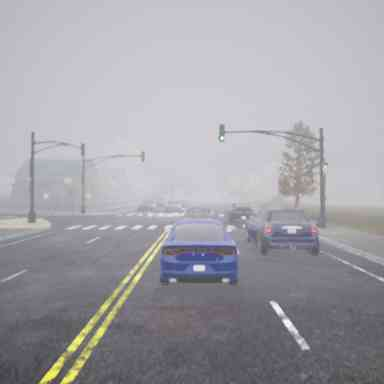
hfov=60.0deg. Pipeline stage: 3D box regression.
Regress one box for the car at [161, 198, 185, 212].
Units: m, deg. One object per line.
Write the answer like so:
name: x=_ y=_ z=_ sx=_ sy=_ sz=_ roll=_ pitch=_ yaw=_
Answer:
car: x=-2.314 y=1.730 z=41.545 sx=1.895 sy=1.301 sz=4.718 roll=0 pitch=0 yaw=3

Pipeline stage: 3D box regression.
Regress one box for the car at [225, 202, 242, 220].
car: x=3.806 y=1.578 z=26.564 sx=1.837 sy=1.490 sz=4.892 roll=0 pitch=0 yaw=2

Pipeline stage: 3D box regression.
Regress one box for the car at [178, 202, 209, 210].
car: x=0.414 y=1.605 z=21.668 sx=2.033 sy=1.411 sz=5.357 roll=0 pitch=0 yaw=1

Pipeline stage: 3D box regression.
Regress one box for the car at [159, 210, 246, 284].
car: x=0.189 y=1.501 z=9.677 sx=1.882 sy=1.535 sz=5.008 roll=0 pitch=0 yaw=1

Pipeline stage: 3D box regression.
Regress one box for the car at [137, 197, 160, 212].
car: x=-5.570 y=1.636 z=41.429 sx=1.837 sy=1.490 sz=4.892 roll=0 pitch=0 yaw=3

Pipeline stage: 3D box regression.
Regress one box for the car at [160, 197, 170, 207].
car: x=-5.044 y=1.523 z=51.273 sx=2.097 sy=1.767 sz=4.553 roll=0 pitch=0 yaw=3

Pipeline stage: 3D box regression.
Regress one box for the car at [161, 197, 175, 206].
car: x=-4.339 y=1.696 z=61.668 sx=1.882 sy=1.535 sz=5.008 roll=0 pitch=0 yaw=5

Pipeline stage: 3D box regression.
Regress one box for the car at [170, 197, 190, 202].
car: x=-1.827 y=1.729 z=50.625 sx=1.994 sy=1.385 sz=4.181 roll=0 pitch=0 yaw=3

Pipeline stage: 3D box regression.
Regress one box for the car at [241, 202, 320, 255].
car: x=3.498 y=1.385 z=13.666 sx=2.097 sy=1.767 sz=4.553 roll=0 pitch=0 yaw=1
